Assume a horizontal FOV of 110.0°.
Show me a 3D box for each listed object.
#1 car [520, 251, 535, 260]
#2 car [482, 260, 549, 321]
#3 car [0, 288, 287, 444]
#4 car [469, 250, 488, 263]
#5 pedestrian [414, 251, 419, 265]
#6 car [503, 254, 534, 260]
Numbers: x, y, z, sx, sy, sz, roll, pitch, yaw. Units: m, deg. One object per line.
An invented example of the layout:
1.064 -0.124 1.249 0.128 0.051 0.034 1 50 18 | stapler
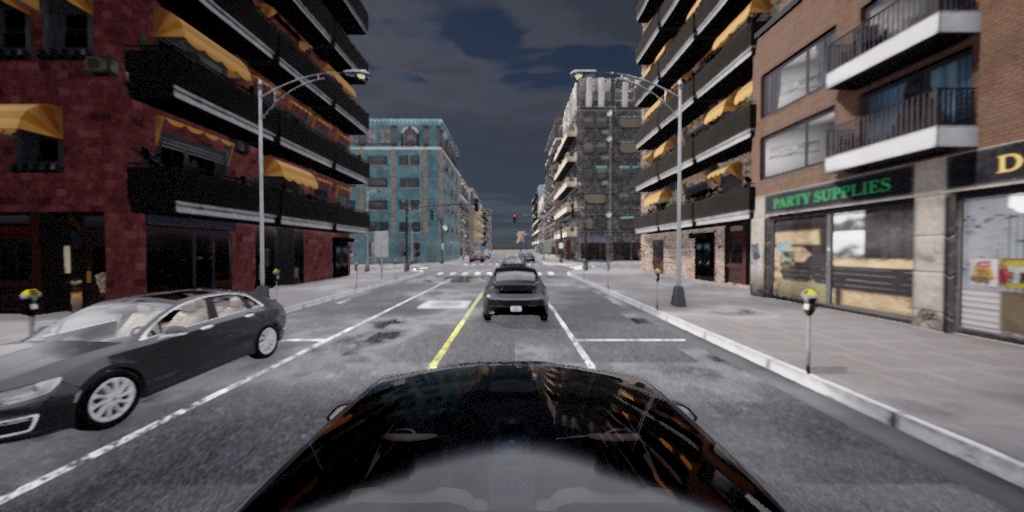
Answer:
2.571 0.280 54.627 1.948 1.339 4.313 0 0 0 | car
0.097 1.063 11.603 1.837 1.490 4.892 0 1 0 | car
-5.315 1.229 5.387 2.007 1.370 4.403 0 0 0 | car
-5.310 0.029 54.627 2.192 1.841 5.009 0 0 0 | car
-12.146 0.185 45.361 0.375 1.860 0.375 0 2 0 | pedestrian
0.103 0.820 23.378 2.128 1.511 4.902 0 1 0 | car
